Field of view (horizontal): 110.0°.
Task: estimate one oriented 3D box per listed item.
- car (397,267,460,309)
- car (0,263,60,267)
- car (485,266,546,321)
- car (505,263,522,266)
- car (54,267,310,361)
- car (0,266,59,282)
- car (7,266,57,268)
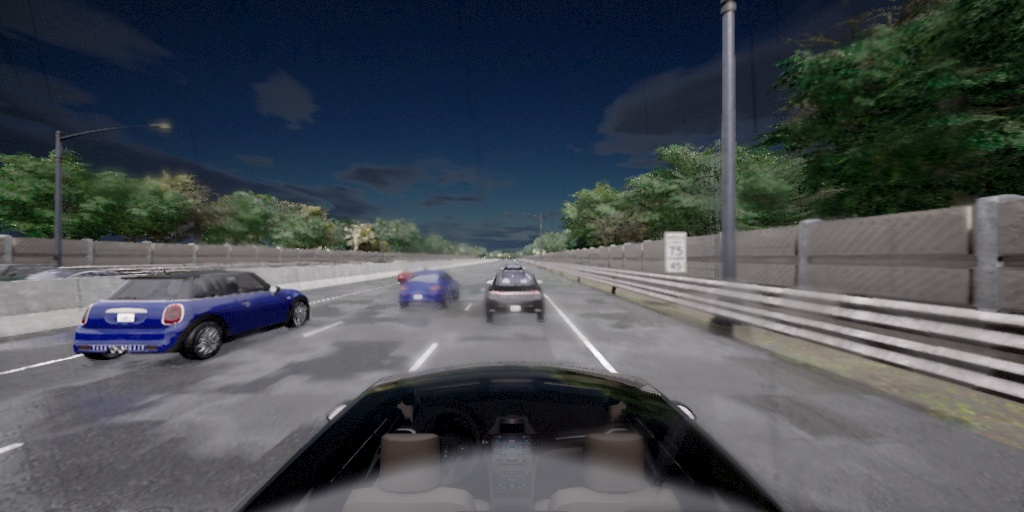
[{"bbox_3d":[-3.396,1.329,15.244,1.812,1.442,4.674,0,0,0],"label":"car"},{"bbox_3d":[-24.595,1.166,17.367,2.097,1.767,4.553,0,0,0],"label":"car"},{"bbox_3d":[0.103,1.283,12.537,2.128,1.511,4.902,0,0,0],"label":"car"},{"bbox_3d":[0.109,1.367,30.205,2.128,1.511,4.902,0,0,0],"label":"car"},{"bbox_3d":[-6.898,1.128,8.531,2.097,1.767,4.553,0,0,0],"label":"car"},{"bbox_3d":[-17.597,1.291,14.302,2.128,1.511,4.902,0,0,0],"label":"car"},{"bbox_3d":[-21.096,1.337,16.902,1.812,1.442,4.674,0,0,0],"label":"car"}]
